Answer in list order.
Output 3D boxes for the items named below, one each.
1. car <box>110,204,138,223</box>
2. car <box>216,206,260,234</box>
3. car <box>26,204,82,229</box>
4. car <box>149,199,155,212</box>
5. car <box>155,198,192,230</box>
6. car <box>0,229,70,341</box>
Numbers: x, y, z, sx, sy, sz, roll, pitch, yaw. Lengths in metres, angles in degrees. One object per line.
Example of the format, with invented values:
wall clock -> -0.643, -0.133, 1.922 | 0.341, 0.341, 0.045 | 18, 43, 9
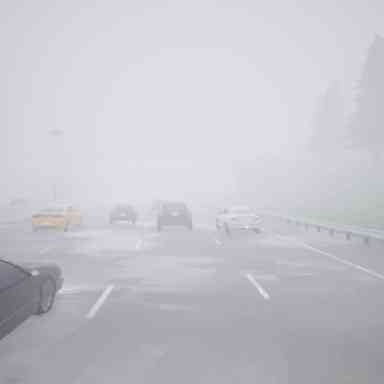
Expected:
car -> -5.247, 1.604, 25.977 | 1.994, 1.385, 4.181 | 0, 0, -7
car -> 2.565, 1.542, 19.168 | 1.812, 1.442, 4.674 | 0, 0, -5
car -> -8.103, 1.517, 20.393 | 1.882, 1.535, 5.008 | 0, 0, -6
car -> -4.075, 1.558, 40.323 | 1.837, 1.490, 4.892 | 0, 0, -11
car -> -1.212, 1.378, 21.679 | 2.097, 1.767, 4.553 | 0, 0, -6
car -> -3.520, 1.560, 4.492 | 2.033, 1.411, 5.357 | 0, 0, -2
